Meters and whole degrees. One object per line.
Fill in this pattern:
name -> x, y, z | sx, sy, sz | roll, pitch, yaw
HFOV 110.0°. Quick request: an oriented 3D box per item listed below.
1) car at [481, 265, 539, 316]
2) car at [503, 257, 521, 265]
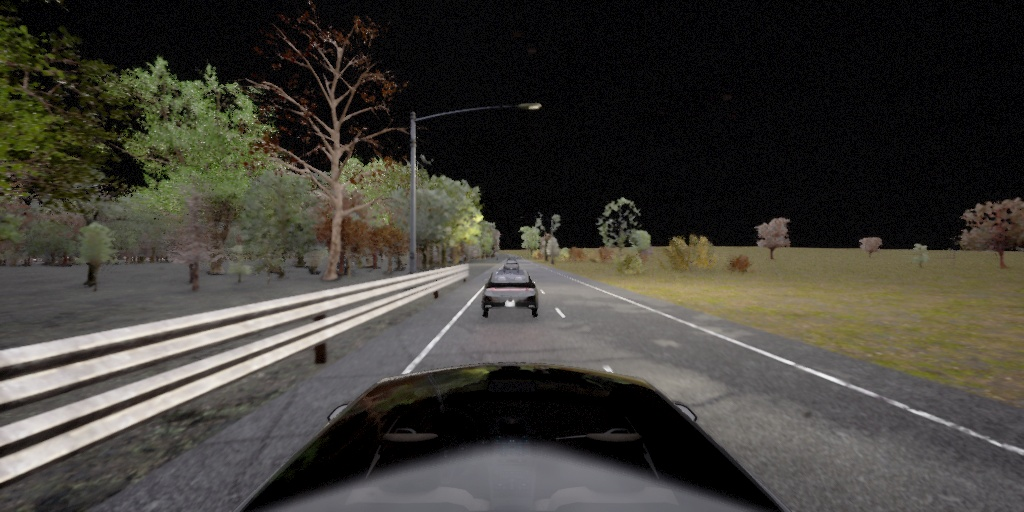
car -> -0.058, 1.241, 13.265 | 2.128, 1.511, 4.902 | 0, 0, 0
car -> -0.052, 1.222, 43.269 | 2.128, 1.511, 4.902 | 0, 0, 0
